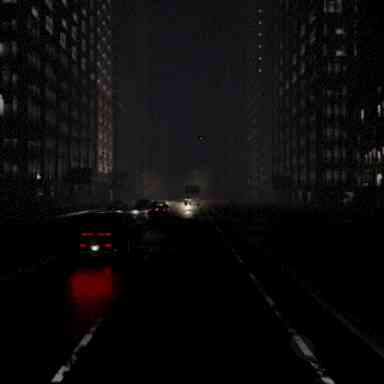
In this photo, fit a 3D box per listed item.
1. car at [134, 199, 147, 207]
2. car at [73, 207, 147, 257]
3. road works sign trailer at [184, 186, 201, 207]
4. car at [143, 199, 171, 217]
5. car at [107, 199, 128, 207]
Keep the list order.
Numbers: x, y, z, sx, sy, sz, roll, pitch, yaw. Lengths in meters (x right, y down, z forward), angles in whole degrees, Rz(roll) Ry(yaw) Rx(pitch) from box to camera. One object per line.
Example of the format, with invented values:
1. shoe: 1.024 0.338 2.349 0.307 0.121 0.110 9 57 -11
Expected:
1. car: -6.571 1.634 45.021 1.882 1.535 5.008 0 0 0
2. car: -3.146 1.552 13.213 1.837 1.490 4.892 0 0 0
3. road works sign trailer: 0.027 0.654 54.682 2.380 3.560 2.880 0 0 1
4. car: -3.144 1.660 32.410 2.033 1.411 5.357 0 0 0
5. car: -9.823 1.700 44.226 2.033 1.411 5.357 0 0 0
